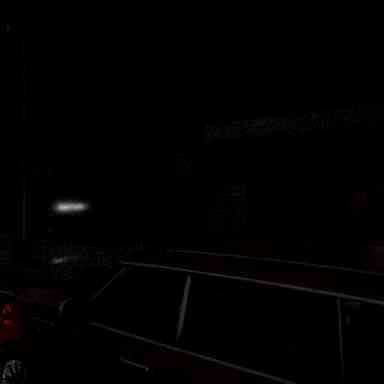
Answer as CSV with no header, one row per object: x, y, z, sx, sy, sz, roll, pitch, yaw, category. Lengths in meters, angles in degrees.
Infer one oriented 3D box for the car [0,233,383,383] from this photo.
0.255,1.315,2.896,5.009,1.841,2.192,0,0,36,car
